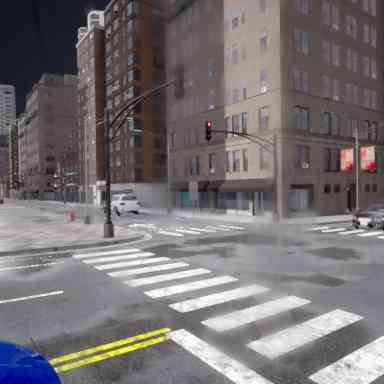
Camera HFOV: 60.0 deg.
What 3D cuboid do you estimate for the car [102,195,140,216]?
[{"bbox_3d":[-7.304,1.286,33.822,2.150,2.045,5.566,-1,0,-35],"label":"car"}]

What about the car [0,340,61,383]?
[{"bbox_3d":[-3.098,1.478,1.238,5.008,1.535,1.882,0,0,-35],"label":"car"}]

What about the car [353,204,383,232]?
[{"bbox_3d":[11.547,1.493,19.907,4.902,1.511,2.128,0,0,-35],"label":"car"}]
